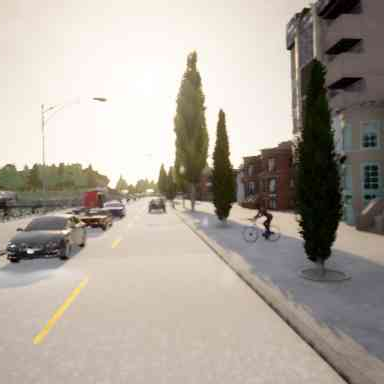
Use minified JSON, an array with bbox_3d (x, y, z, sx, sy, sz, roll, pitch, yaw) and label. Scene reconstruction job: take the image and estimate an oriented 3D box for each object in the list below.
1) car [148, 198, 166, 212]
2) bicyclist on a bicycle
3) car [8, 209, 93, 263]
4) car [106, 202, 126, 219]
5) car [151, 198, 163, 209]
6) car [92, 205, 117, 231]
[{"bbox_3d":[-4.394,1.528,41.874,2.097,1.767,4.553,-1,0,-6],"label":"car"},{"bbox_3d":[2.919,1.296,13.956,1.656,1.620,0.582,-2,0,-6],"label":"bicyclist on a bicycle"},{"bbox_3d":[-5.418,1.663,13.011,1.837,1.490,4.892,-1,0,-6],"label":"car"},{"bbox_3d":[-7.528,1.719,32.280,1.882,1.535,5.008,-1,0,-6],"label":"car"},{"bbox_3d":[-5.482,1.745,51.698,1.812,1.442,4.674,-1,0,-7],"label":"car"},{"bbox_3d":[-6.425,1.799,22.157,1.895,1.301,4.718,-1,0,-6],"label":"car"}]
